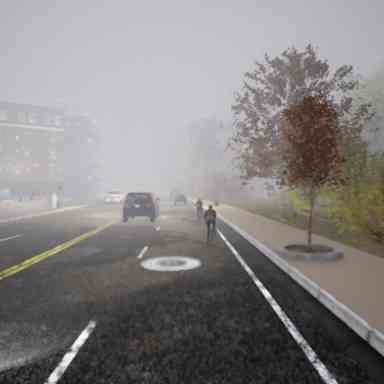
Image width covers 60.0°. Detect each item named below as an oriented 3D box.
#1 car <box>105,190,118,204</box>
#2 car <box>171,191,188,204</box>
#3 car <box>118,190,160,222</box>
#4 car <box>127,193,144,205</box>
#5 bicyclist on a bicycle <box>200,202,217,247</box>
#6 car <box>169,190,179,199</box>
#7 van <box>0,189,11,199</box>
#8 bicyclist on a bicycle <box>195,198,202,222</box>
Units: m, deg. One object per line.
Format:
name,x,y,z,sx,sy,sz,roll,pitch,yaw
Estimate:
car,-11.655,0.712,50.241,2.150,2.045,5.566,0,0,-7
car,-1.697,1.010,48.603,1.837,1.490,4.892,0,1,-4
car,-3.610,0.982,24.071,2.150,2.045,5.566,0,1,-2
car,-8.344,0.984,49.364,1.882,1.535,5.008,0,0,-4
bicyclist on a bicycle,0.740,1.317,13.217,0.582,1.620,1.656,0,0,-1
car,-3.662,0.498,70.535,2.150,2.045,5.566,0,1,-6
van,-33.482,0.359,57.372,3.998,1.788,1.690,1,-1,-34
bicyclist on a bicycle,0.496,1.226,22.302,0.582,1.620,1.656,0,0,-2
